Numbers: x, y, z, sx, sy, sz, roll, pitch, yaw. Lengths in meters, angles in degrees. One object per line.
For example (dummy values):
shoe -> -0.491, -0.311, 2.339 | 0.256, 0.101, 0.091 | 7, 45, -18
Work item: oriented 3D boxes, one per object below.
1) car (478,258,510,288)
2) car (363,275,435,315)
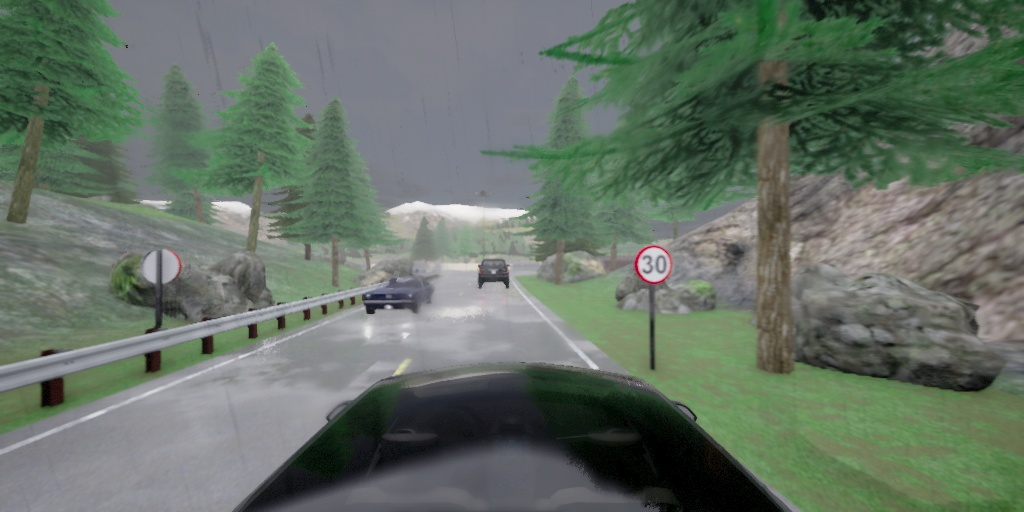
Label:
car -> -1.337, 1.192, 26.381 | 2.150, 2.045, 5.566 | 0, 0, -3
car -> -4.391, 1.483, 14.592 | 1.895, 1.301, 4.718 | 0, 0, -4
